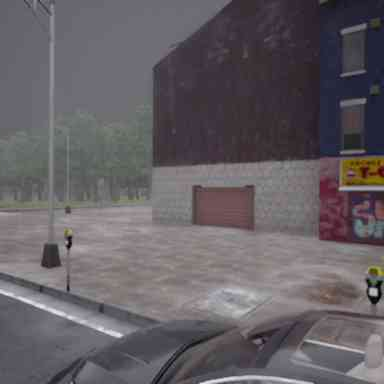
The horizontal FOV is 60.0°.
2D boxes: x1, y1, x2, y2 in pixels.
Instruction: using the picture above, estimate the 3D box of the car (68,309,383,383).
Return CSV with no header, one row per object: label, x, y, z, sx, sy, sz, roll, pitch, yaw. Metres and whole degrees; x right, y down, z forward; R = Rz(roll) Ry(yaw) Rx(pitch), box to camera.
car,0.924,1.548,2.150,4.403,1.369,2.008,1,0,36
